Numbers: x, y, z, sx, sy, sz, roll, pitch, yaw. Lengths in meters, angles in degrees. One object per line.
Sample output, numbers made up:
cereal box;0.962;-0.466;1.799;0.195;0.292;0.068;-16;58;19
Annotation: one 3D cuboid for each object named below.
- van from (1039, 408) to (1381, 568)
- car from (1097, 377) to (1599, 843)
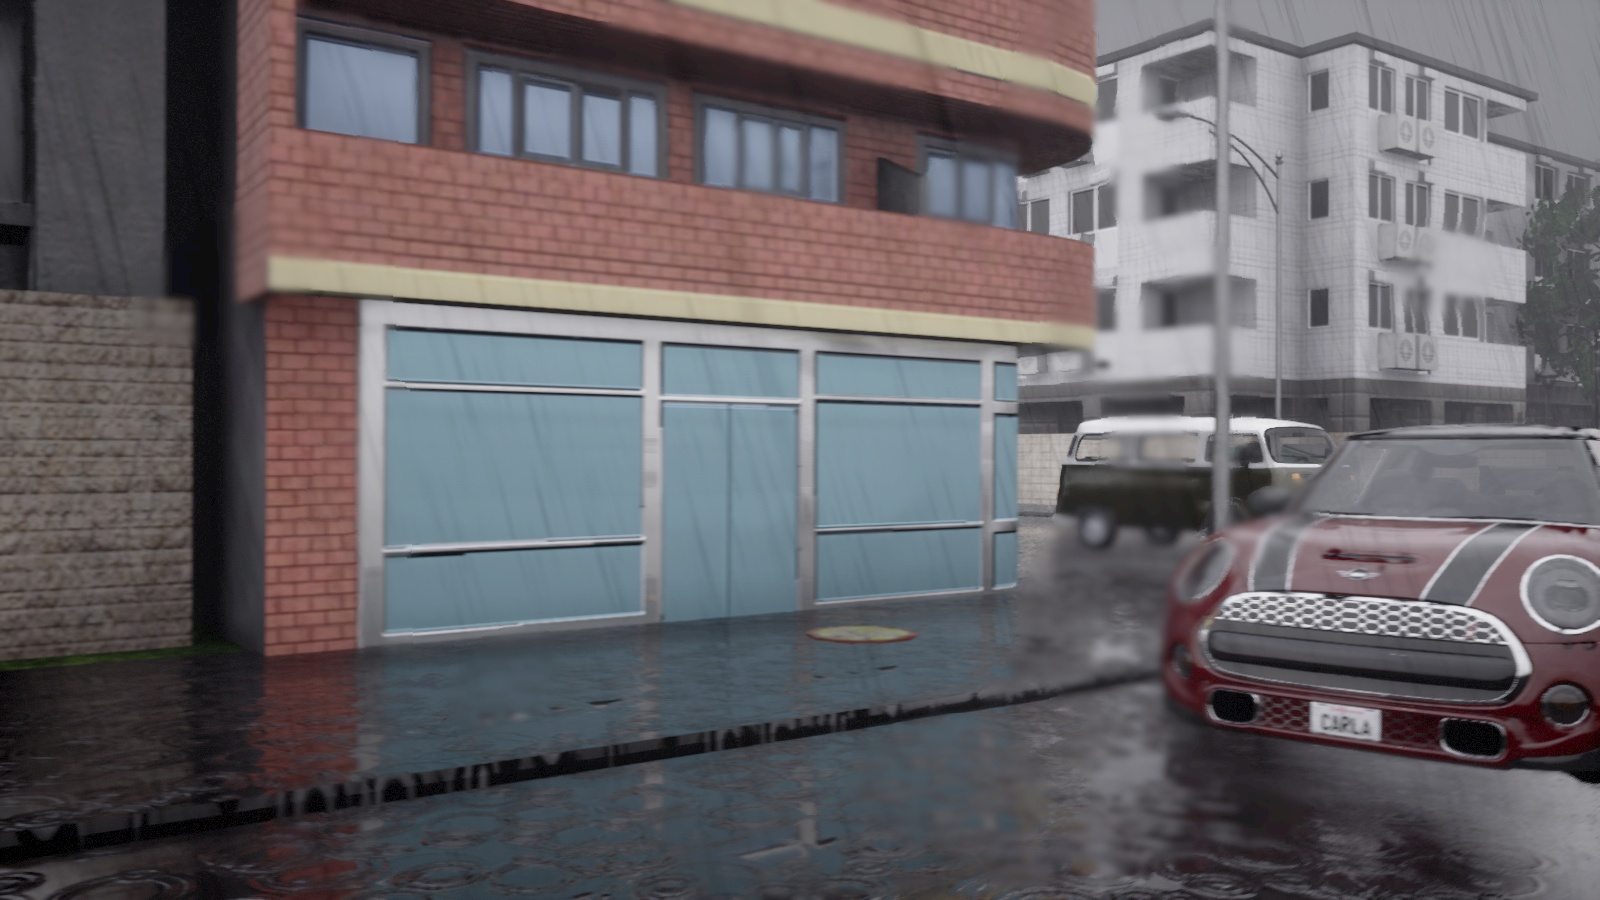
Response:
van;5.850;0.501;18.467;2.069;2.038;4.480;0;0;-33
car;3.736;0.613;7.164;2.097;1.767;4.553;0;0;41
